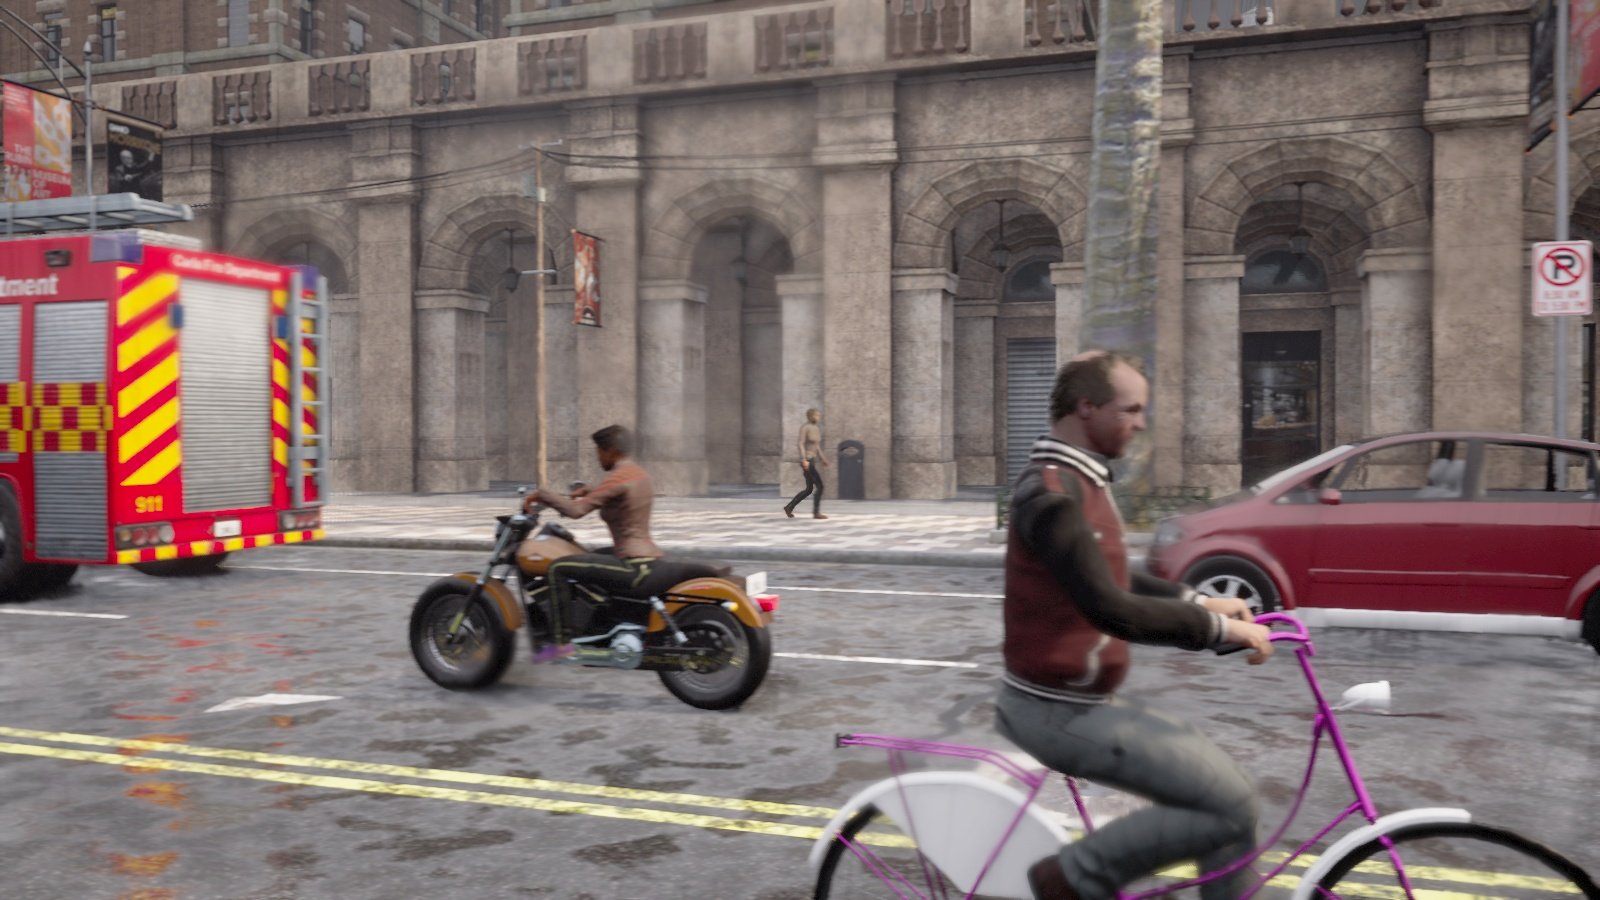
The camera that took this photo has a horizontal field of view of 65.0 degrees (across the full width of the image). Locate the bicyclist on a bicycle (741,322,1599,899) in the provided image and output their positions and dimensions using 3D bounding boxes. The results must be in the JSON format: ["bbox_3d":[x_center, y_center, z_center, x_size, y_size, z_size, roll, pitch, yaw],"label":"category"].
[{"bbox_3d":[0.855,0.653,2.903,1.843,1.776,0.659,-1,1,19],"label":"bicyclist on a bicycle"}]

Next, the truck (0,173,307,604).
[{"bbox_3d":[-9.938,-0.597,13.857,8.468,3.827,2.891,1,1,18],"label":"truck"}]

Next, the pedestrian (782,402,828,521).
[{"bbox_3d":[0.084,0.167,19.776,0.634,1.846,0.331,1,1,25],"label":"pedestrian"}]

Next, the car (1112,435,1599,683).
[{"bbox_3d":[4.256,0.675,9.145,3.705,1.549,1.789,1,1,19],"label":"car"}]

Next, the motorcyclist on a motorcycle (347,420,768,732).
[{"bbox_3d":[-1.423,0.654,7.370,2.350,1.649,0.766,0,1,19],"label":"motorcyclist on a motorcycle"}]
